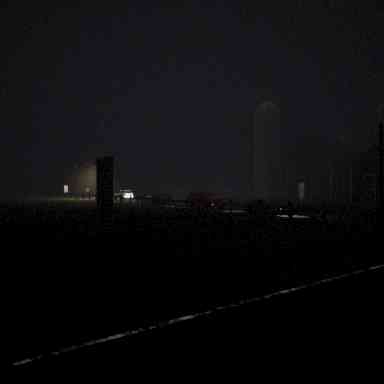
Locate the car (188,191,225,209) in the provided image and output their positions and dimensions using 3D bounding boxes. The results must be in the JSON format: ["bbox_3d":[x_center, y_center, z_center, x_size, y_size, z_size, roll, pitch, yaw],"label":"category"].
[{"bbox_3d":[1.601,0.935,40.038,2.150,2.045,5.566,-1,1,-36],"label":"car"}]

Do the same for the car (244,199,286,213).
[{"bbox_3d":[7.069,1.366,32.448,1.994,1.385,4.181,-1,1,-36],"label":"car"}]

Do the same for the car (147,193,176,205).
[{"bbox_3d":[-4.168,0.971,48.097,2.097,1.767,4.553,-1,1,-35],"label":"car"}]

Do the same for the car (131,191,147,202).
[{"bbox_3d":[-8.282,0.981,58.686,2.128,1.511,4.902,-1,1,-35],"label":"car"}]

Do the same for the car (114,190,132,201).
[{"bbox_3d":[-13.610,0.621,66.045,2.150,2.045,5.566,-1,1,-36],"label":"car"}]
